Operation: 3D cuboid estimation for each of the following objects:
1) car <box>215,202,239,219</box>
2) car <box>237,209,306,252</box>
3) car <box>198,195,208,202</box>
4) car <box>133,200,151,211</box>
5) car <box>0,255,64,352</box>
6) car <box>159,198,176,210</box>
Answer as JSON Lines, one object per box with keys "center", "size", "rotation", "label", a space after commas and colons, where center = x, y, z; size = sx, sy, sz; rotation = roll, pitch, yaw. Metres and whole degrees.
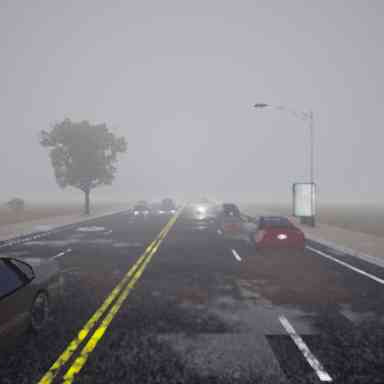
{"center": [3.330, 1.688, 30.645], "size": [1.812, 1.442, 4.674], "rotation": [0, 0, 0], "label": "car"}
{"center": [3.348, 1.641, 14.339], "size": [1.994, 1.385, 4.181], "rotation": [0, 0, 0], "label": "car"}
{"center": [3.231, 1.964, 87.337], "size": [1.812, 1.442, 4.674], "rotation": [0, 0, 0], "label": "car"}
{"center": [-6.597, 1.781, 44.928], "size": [2.033, 1.411, 5.357], "rotation": [0, 0, 0], "label": "car"}
{"center": [-3.348, 1.570, 4.067], "size": [2.033, 1.411, 5.357], "rotation": [0, 0, 0], "label": "car"}
{"center": [-3.340, 1.590, 45.859], "size": [2.097, 1.767, 4.553], "rotation": [0, 0, 0], "label": "car"}
